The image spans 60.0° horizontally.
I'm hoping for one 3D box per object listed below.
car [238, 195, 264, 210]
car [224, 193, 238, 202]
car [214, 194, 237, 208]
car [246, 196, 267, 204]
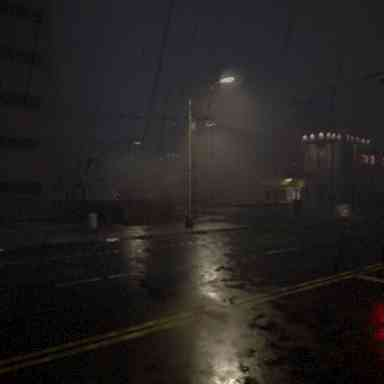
[{"bbox_3d":[8.406,1.272,41.187,4.553,1.767,2.185,0,0,-36],"label":"car"},{"bbox_3d":[9.511,1.426,68.393,4.786,1.482,2.161,0,0,-36],"label":"car"},{"bbox_3d":[3.931,1.423,47.328,4.193,1.474,1.816,0,0,-36],"label":"car"},{"bbox_3d":[12.415,1.479,64.248,3.806,1.475,1.970,0,0,-36],"label":"car"}]
